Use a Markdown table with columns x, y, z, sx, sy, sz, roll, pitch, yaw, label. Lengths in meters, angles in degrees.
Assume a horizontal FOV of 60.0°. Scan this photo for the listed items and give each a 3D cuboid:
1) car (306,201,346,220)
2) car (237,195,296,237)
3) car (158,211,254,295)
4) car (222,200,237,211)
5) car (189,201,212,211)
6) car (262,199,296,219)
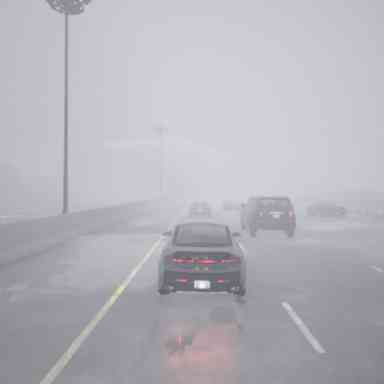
| x | y | z | sx | sy | sz | roll | pitch | yaw | label |
| --- | --- | --- | --- | --- | --- | --- | --- | --- | --- |
| 11.195 | 1.480 | 28.101 | 1.882 | 1.535 | 5.008 | 0 | 0 | 1 | car |
| 3.972 | 1.200 | 18.082 | 2.150 | 2.045 | 5.566 | 0 | 0 | 1 | car |
| 0.251 | 1.482 | 8.656 | 1.837 | 1.490 | 4.892 | 0 | 0 | 1 | car |
| 4.395 | 1.528 | 37.257 | 1.895 | 1.301 | 4.718 | 0 | 0 | 1 | car |
| 0.733 | 1.484 | 29.962 | 1.994 | 1.385 | 4.181 | 0 | 0 | 1 | car |
| 7.743 | 1.449 | 30.257 | 1.882 | 1.535 | 5.008 | 0 | 0 | 1 | car |
